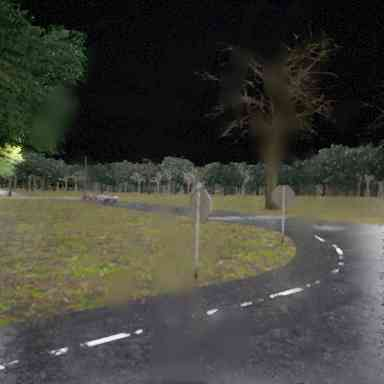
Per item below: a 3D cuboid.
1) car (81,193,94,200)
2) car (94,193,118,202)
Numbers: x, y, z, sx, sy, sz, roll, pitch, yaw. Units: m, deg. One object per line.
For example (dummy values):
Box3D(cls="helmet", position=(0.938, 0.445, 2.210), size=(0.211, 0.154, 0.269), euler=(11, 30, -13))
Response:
Box3D(cls="car", position=(-18.396, 0.837, 59.920), size=(1.895, 1.301, 4.718), euler=(3, -1, -36))
Box3D(cls="car", position=(-13.667, 0.872, 53.360), size=(1.895, 1.301, 4.718), euler=(2, -1, -34))
